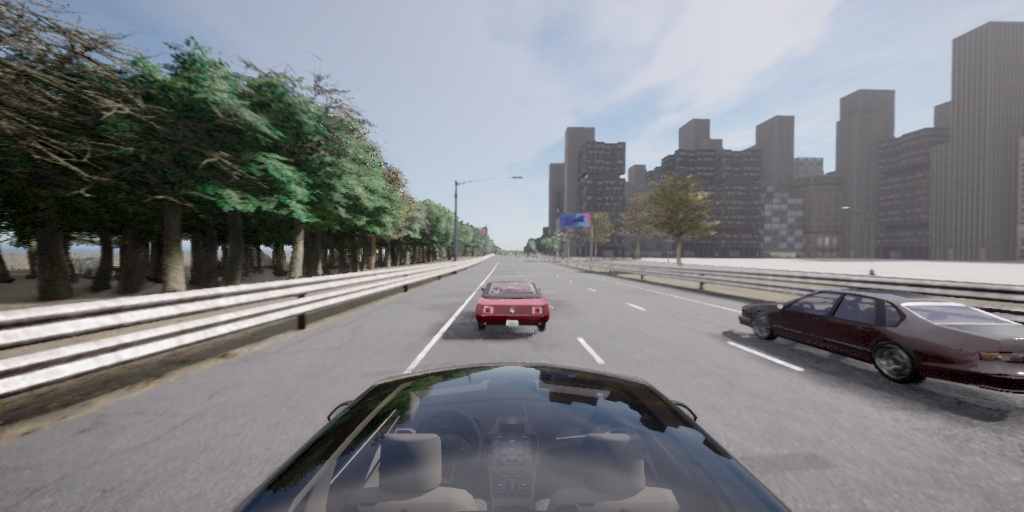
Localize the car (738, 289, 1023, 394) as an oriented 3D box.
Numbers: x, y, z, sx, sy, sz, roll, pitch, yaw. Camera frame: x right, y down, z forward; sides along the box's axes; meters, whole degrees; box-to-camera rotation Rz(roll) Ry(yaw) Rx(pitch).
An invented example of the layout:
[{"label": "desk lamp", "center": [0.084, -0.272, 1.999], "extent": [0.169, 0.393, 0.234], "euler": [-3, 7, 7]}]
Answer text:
[{"label": "car", "center": [7.048, 1.373, 7.165], "extent": [2.033, 1.411, 5.357], "euler": [1, 0, -1]}]

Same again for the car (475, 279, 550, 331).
[{"label": "car", "center": [-0.025, 1.368, 11.075], "extent": [1.895, 1.301, 4.718], "euler": [1, 0, -1]}]
